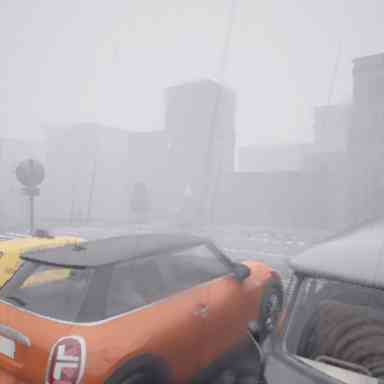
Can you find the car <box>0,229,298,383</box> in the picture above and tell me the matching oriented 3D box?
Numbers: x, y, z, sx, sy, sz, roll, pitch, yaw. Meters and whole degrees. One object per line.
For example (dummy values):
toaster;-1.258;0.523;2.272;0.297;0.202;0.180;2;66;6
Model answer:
car;-0.389;1.362;4.632;2.185;1.767;4.553;0;0;36
